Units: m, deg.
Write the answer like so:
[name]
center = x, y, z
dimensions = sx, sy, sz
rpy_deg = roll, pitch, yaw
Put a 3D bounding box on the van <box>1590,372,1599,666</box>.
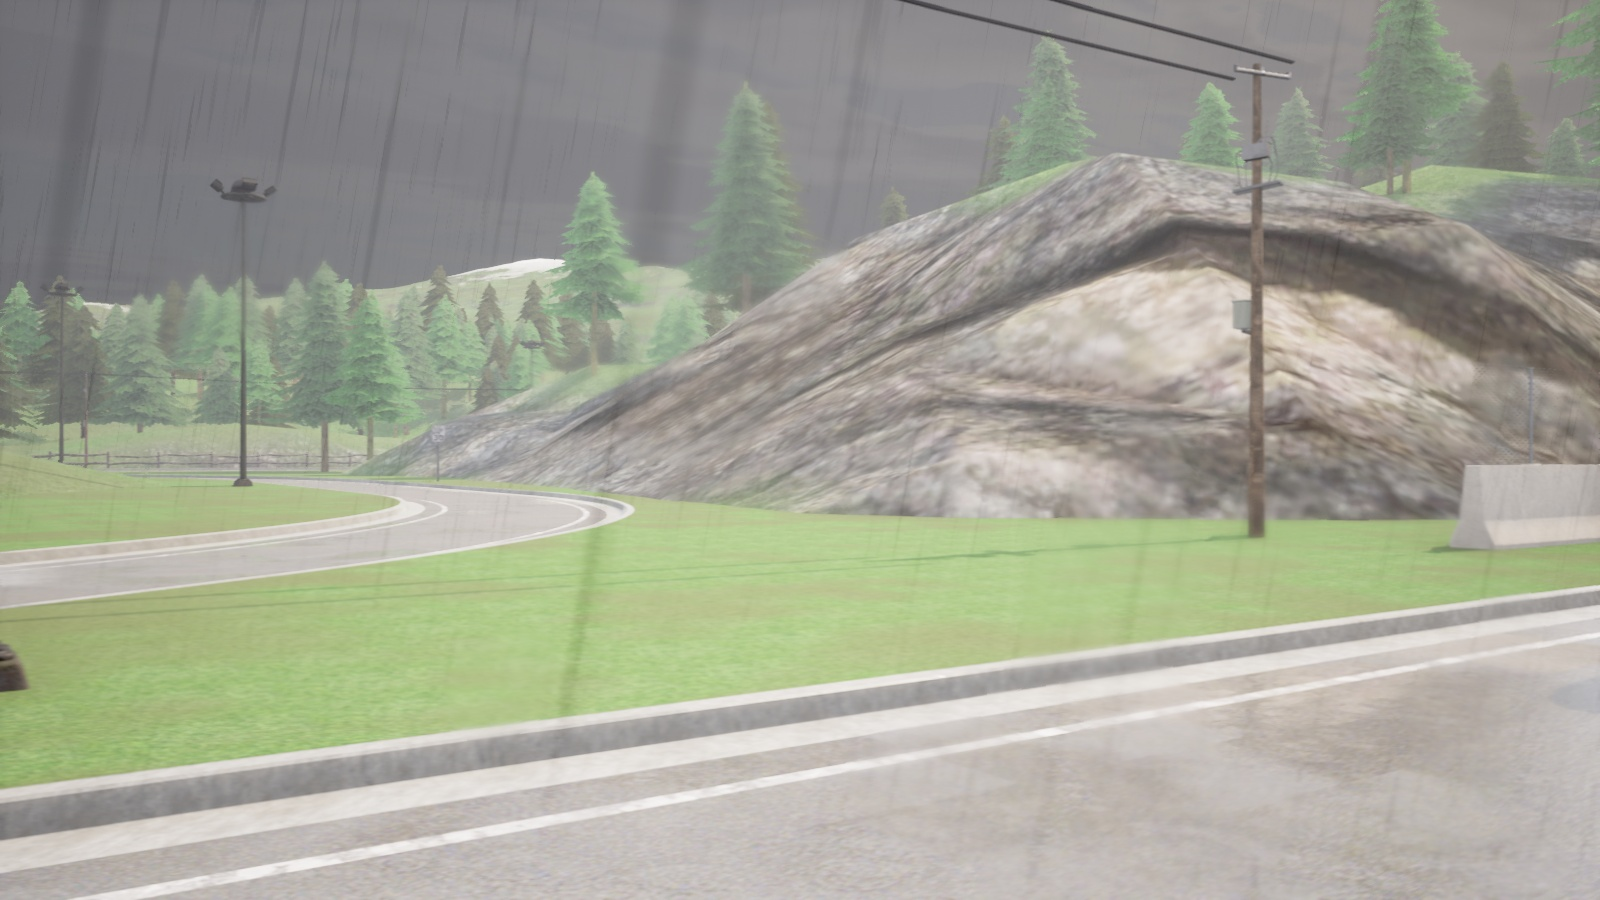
[van]
center = 7.943, 0.474, 9.188
dimensions = 4.480, 2.038, 2.069
rpy_deg = 0, 0, -35
